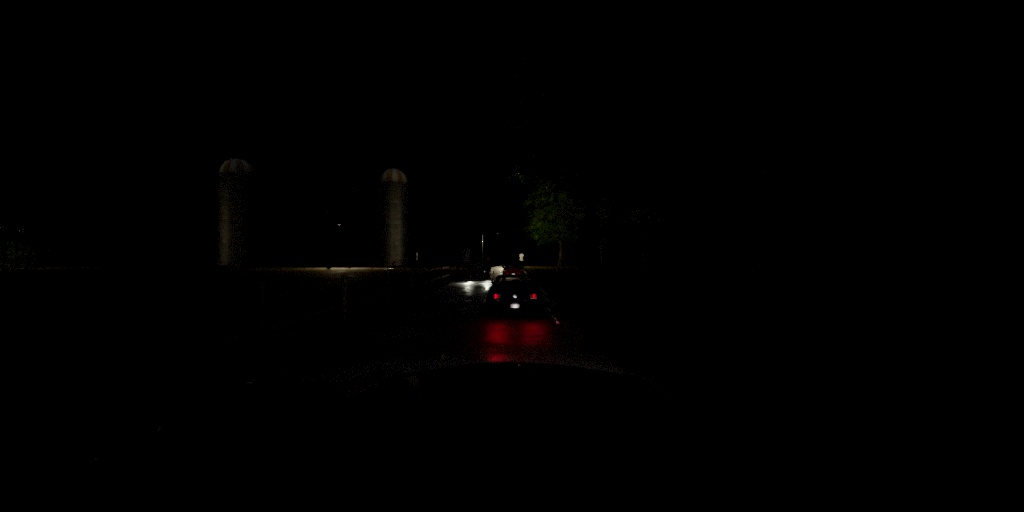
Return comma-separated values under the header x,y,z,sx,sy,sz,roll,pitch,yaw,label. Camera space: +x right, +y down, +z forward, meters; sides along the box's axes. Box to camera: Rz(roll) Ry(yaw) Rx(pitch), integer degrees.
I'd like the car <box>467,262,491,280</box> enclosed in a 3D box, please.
x,y,z,sx,sy,sz,roll,pitch,yaw,label
-2.841,1.273,31.761,1.882,1.535,5.008,0,0,0,car

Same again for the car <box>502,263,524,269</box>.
x,y,z,sx,sy,sz,roll,pitch,yaw,label
0.107,1.321,31.381,1.812,1.442,4.674,0,0,0,car

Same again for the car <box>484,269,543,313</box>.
x,y,z,sx,sy,sz,roll,pitch,yaw,label
0.106,1.367,14.066,1.895,1.301,4.718,0,0,0,car
